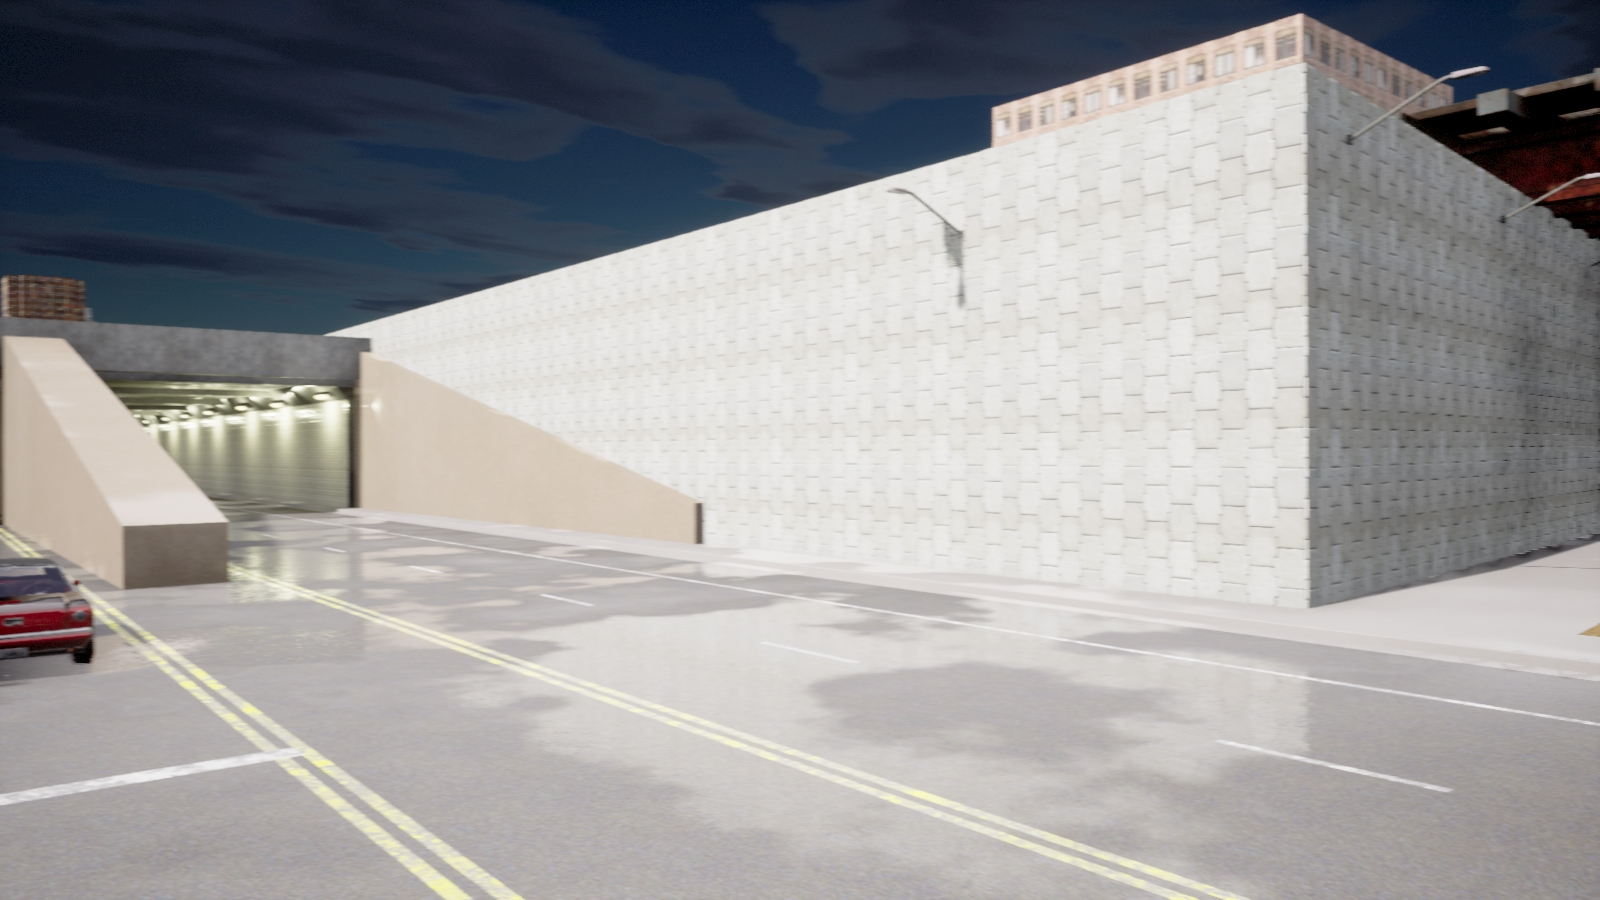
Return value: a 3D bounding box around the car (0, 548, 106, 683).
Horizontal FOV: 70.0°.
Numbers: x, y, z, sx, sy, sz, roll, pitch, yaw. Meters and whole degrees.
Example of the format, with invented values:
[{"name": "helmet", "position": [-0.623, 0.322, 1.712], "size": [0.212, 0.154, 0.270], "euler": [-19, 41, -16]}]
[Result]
[{"name": "car", "position": [-11.168, 2.227, 16.021], "size": [1.895, 1.301, 4.718], "euler": [0, 0, -38]}]
